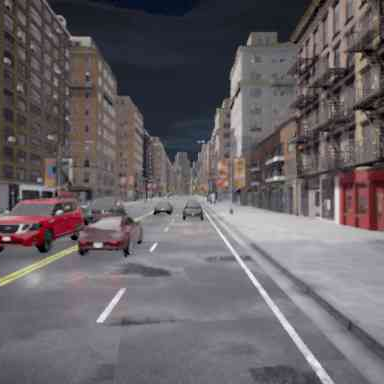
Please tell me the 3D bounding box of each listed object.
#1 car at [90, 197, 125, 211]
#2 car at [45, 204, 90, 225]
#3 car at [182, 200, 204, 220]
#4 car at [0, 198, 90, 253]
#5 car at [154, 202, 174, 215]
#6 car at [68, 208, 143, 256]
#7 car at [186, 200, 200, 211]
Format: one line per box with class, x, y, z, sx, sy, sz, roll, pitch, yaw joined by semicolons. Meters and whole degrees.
car;-6.504;1.385;25.254;2.150;2.045;5.566;0;0;0
car;-9.762;1.697;26.523;1.812;1.442;4.674;0;-1;0
car;0.095;1.688;30.394;2.128;1.511;4.902;0;0;0
car;-6.544;1.317;14.561;2.150;2.045;5.566;0;0;1
car;-3.170;1.806;37.826;1.994;1.385;4.181;0;0;0
car;-3.152;1.614;13.459;1.812;1.442;4.674;0;0;0
car;0.092;1.818;45.747;1.812;1.442;4.674;0;0;0
